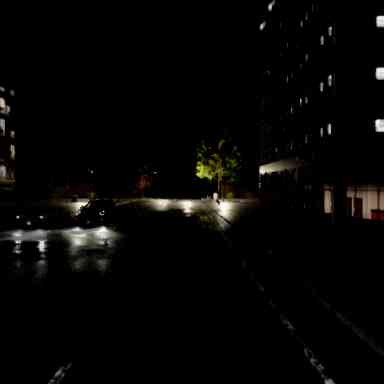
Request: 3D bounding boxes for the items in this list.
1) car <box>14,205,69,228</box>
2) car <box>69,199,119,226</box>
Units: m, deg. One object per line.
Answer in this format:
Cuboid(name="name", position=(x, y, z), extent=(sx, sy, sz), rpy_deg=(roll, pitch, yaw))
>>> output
Cuboid(name="car", position=(-9.851, 1.595, 22.324), extent=(1.895, 1.301, 4.718), rpy_deg=(0, 0, 0))
Cuboid(name="car", position=(-6.600, 1.346, 23.436), extent=(2.097, 1.767, 4.553), rpy_deg=(0, 0, 0))
